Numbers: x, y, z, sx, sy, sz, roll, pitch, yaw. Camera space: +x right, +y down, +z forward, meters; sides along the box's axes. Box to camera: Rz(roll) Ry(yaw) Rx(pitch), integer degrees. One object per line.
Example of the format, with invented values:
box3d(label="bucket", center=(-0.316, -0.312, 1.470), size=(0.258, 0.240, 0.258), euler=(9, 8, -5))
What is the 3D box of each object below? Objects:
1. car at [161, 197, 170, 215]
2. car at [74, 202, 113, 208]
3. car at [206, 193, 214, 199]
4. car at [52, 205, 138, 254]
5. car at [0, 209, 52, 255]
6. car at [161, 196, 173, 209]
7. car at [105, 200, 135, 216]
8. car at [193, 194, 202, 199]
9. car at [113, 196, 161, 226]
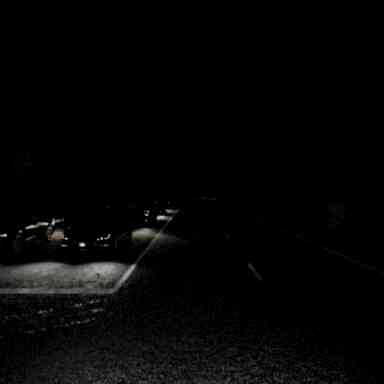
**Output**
box3d(label="car", center=(-3.557, 1.485, 32.109), size=(1.994, 1.385, 4.181), euler=(0, 0, 0))
box3d(label="car", center=(-7.082, 1.421, 22.733), size=(1.882, 1.535, 5.008), euler=(0, 0, 0))
box3d(label="car", center=(4.934, 1.264, 93.598), size=(1.837, 1.490, 4.892), euler=(0, 0, 4))
box3d(label="car", center=(-3.592, 1.472, 13.325), size=(1.837, 1.490, 4.892), euler=(0, 0, 0))
box3d(label="car", center=(-7.100, 1.459, 13.248), size=(2.128, 1.511, 4.902), euler=(0, 0, -2))
box3d(label="car", center=(-3.529, 1.248, 42.175), size=(2.097, 1.767, 4.553), euler=(0, 0, 1))
box3d(label="car", center=(-7.050, 1.519, 32.953), size=(1.895, 1.301, 4.718), euler=(0, 0, 0))
box3d(label="car", center=(1.410, 1.302, 93.386), size=(2.033, 1.411, 5.357), euler=(0, 0, 4))
box3d(label="car", center=(-3.582, 1.296, 22.481), size=(2.097, 1.767, 4.553), euler=(0, 0, 0))
